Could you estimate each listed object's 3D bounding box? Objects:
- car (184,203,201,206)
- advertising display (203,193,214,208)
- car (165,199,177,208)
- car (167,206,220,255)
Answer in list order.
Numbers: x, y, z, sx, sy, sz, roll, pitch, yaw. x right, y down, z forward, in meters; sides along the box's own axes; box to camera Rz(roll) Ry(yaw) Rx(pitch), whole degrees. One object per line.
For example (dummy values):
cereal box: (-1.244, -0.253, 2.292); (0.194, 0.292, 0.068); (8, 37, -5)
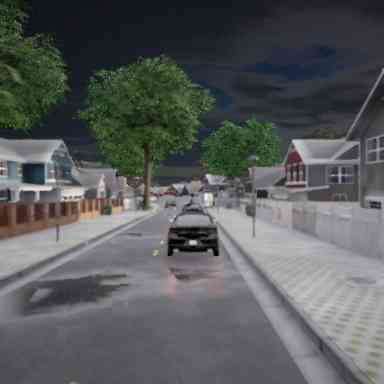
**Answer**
car: (0.047, 1.662, 27.558); (1.837, 1.490, 4.892); (0, 0, 0)
advertising display: (2.645, 1.383, 53.372); (1.540, 2.440, 0.280); (1, 0, -4)
car: (-3.600, 1.965, 57.143); (1.994, 1.385, 4.181); (0, 0, -5)
car: (0.054, 1.546, 13.616); (1.882, 1.535, 5.008); (0, 0, 0)
